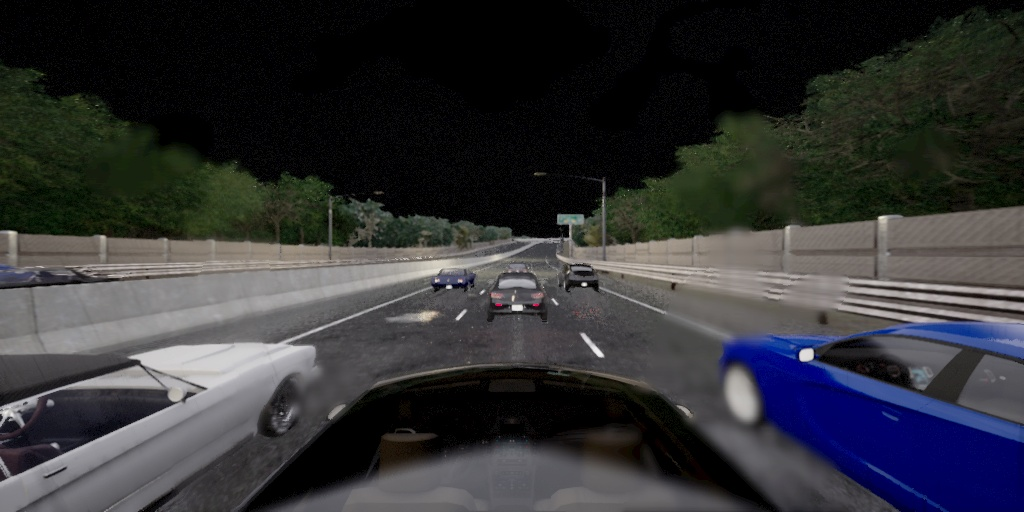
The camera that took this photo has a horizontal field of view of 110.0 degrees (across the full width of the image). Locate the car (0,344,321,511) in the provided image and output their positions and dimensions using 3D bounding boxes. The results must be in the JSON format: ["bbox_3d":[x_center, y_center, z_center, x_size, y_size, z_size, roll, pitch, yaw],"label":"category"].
[{"bbox_3d":[-3.390,1.348,2.479,1.895,1.301,4.718,0,0,0],"label":"car"}]

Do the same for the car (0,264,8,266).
[{"bbox_3d":[-20.937,0.845,12.885,1.882,1.535,5.008,0,0,1],"label":"car"}]

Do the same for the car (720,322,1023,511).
[{"bbox_3d":[3.613,1.227,2.616,1.882,1.535,5.008,0,0,0],"label":"car"}]

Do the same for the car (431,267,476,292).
[{"bbox_3d":[-3.216,1.307,20.754,1.895,1.301,4.718,0,0,1],"label":"car"}]

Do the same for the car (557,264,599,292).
[{"bbox_3d":[3.793,1.215,20.999,1.837,1.490,4.892,0,0,1],"label":"car"}]

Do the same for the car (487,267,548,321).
[{"bbox_3d":[0.171,1.253,12.191,1.812,1.442,4.674,0,0,1],"label":"car"}]

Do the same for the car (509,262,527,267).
[{"bbox_3d":[0.484,1.235,30.171,2.033,1.411,5.357,0,0,1],"label":"car"}]

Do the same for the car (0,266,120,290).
[{"bbox_3d":[-17.438,1.117,12.822,1.895,1.301,4.718,0,0,1],"label":"car"}]
